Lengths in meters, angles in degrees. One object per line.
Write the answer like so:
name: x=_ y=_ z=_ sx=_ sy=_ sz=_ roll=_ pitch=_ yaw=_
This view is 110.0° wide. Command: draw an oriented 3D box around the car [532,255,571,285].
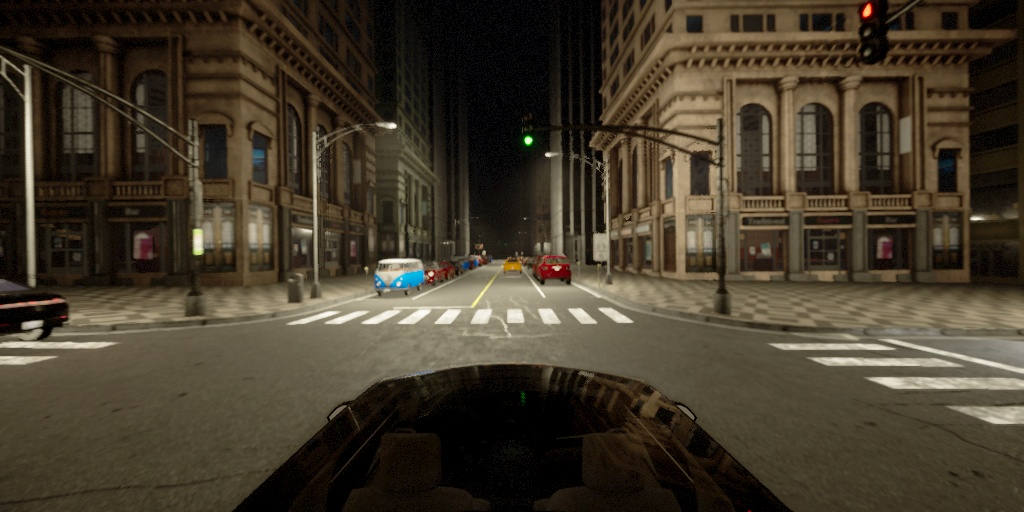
car: x=2.749 y=0.897 z=24.154 sx=2.192 sy=1.841 sz=5.009 roll=0 pitch=0 yaw=0

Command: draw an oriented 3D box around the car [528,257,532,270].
car: x=2.747 y=0.871 z=29.594 sx=2.192 sy=1.841 sz=5.009 roll=0 pitch=0 yaw=0

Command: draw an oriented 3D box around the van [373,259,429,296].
van: x=-5.772 y=1.057 z=18.700 sx=1.690 sy=1.789 sz=3.998 roll=0 pitch=0 yaw=0

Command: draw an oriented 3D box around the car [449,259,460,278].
car: x=-5.778 y=1.207 z=29.581 sx=1.888 sy=1.381 sz=4.507 roll=0 pitch=0 yaw=0

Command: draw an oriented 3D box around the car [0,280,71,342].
car: x=-12.206 y=1.186 z=7.330 sx=4.902 sy=1.511 sz=2.128 roll=0 pitch=0 yaw=0

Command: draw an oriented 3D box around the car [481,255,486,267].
car: x=-5.792 y=0.852 z=56.788 sx=2.192 sy=1.841 sz=5.009 roll=0 pitch=0 yaw=0

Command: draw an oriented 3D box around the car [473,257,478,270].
car: x=-5.787 y=1.132 z=45.905 sx=1.888 sy=1.381 sz=4.507 roll=0 pitch=0 yaw=0

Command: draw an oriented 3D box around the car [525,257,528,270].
car: x=2.738 y=1.032 z=45.916 sx=2.007 sy=1.370 sz=4.403 roll=0 pitch=0 yaw=0

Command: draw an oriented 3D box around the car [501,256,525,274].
car: x=0.070 y=1.026 z=38.508 sx=1.882 sy=1.535 sz=5.008 roll=-1 pitch=0 yaw=0

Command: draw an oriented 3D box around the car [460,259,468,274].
car: x=-5.781 y=1.203 z=35.023 sx=1.948 sy=1.339 sz=4.313 roll=0 pitch=0 yaw=0

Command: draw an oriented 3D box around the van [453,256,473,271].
van: x=-5.784 y=0.953 z=40.464 sx=1.690 sy=1.789 sz=3.998 roll=0 pitch=0 yaw=0

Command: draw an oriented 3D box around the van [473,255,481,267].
van: x=-5.790 y=0.903 z=51.347 sx=1.690 sy=1.789 sz=3.998 roll=0 pitch=0 yaw=0

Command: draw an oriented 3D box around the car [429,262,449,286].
car: x=-5.775 y=1.128 z=24.141 sx=1.967 sy=1.591 sz=4.097 roll=0 pitch=0 yaw=0
